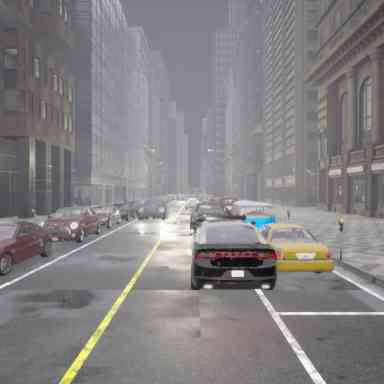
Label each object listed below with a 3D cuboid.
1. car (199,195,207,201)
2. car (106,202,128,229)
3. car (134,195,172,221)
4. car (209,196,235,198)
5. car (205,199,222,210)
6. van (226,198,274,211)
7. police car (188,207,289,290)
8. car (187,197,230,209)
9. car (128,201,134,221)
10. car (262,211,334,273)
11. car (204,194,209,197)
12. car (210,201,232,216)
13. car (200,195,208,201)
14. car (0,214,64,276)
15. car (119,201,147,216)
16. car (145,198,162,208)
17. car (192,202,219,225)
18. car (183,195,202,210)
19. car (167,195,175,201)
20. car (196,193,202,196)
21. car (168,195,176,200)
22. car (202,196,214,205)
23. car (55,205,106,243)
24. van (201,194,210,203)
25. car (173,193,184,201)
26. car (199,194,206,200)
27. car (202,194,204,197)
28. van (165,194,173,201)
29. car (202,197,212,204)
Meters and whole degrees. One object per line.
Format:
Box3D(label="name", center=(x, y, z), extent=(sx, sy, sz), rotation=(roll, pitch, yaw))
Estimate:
Box3D(label="car", center=(2.916, 1.582, 88.681), extent=(1.887, 1.381, 4.507), rotation=(0, 0, 0))
Box3D(label="car", center=(-5.728, 1.551, 21.462), extent=(2.008, 1.369, 4.403), rotation=(0, 0, 0))
Box3D(label="car", center=(-3.054, 1.354, 26.948), extent=(2.097, 1.767, 4.553), rotation=(0, 0, 0))
Box3D(label="car", center=(2.806, 1.317, 27.061), extent=(2.192, 1.841, 5.009), rotation=(0, 0, 0))
Box3D(label="car", center=(2.837, 1.575, 43.866), extent=(1.947, 1.339, 4.313), rotation=(0, 0, 0))
Box3D(label="van", center=(2.786, 1.341, 15.858), extent=(1.690, 1.788, 3.998), rotation=(0, 0, 0))
Box3D(label="police car", center=(0.915, 1.425, 9.209), extent=(1.930, 1.638, 5.238), rotation=(0, 0, 0))
Box3D(label="car", center=(0.932, 1.351, 19.070), extent=(2.097, 1.767, 4.553), rotation=(0, 0, 0))
Box3D(label="car", center=(-5.718, 1.568, 27.063), extent=(1.947, 1.339, 4.313), rotation=(0, 0, 0))
Box3D(label="car", center=(2.777, 1.525, 10.426), extent=(1.752, 1.417, 4.829), rotation=(0, 0, 0))
Box3D(label="car", center=(2.826, 1.321, 38.264), extent=(2.192, 1.841, 5.009), rotation=(0, 0, 0))
Box3D(label="car", center=(2.817, 1.586, 32.663), extent=(1.802, 1.307, 4.206), rotation=(0, 0, 0))
Box3D(label="car", center=(2.906, 1.578, 83.078), extent=(1.887, 1.381, 4.507), rotation=(0, 0, 0))
Box3D(label="car", center=(-5.748, 1.581, 10.257), extent=(1.802, 1.307, 4.206), rotation=(0, 0, 0))
Box3D(label="car", center=(-5.708, 1.570, 32.665), extent=(1.947, 1.339, 4.313), rotation=(0, 0, 0))
Box3D(label="car", center=(-5.679, 1.557, 49.472), extent=(1.887, 1.381, 4.507), rotation=(0, 0, 0))
Box3D(label="car", center=(0.944, 1.527, 25.100), extent=(1.812, 1.442, 4.674), rotation=(0, 0, 0))
Box3D(label="car", center=(0.100, 1.535, 43.716), extent=(1.812, 1.442, 4.674), rotation=(0, 0, 1))
Box3D(label="car", center=(-5.609, 1.582, 88.687), extent=(1.887, 1.381, 4.507), rotation=(0, 0, 0))
Box3D(label="car", center=(0.100, 1.369, 55.800), extent=(2.097, 1.767, 4.553), rotation=(0, 0, 0))
Box3D(label="car", center=(-5.599, 1.586, 94.288), extent=(1.887, 1.381, 4.507), rotation=(0, 0, 0))
Box3D(label="car", center=(2.866, 1.460, 60.671), extent=(1.967, 1.590, 4.097), rotation=(0, 0, 0))
Box3D(label="car", center=(-5.738, 1.440, 15.859), extent=(1.967, 1.590, 4.097), rotation=(0, 0, 0))
Box3D(label="van", center=(2.886, 1.367, 71.874), extent=(1.690, 1.788, 3.998), rotation=(0, 0, 0))
Box3D(label="car", center=(-2.854, 1.524, 82.625), extent=(2.128, 1.511, 4.902), rotation=(0, 0, 0))
Box3D(label="car", center=(2.926, 1.481, 94.282), extent=(1.967, 1.590, 4.097), rotation=(0, 0, 0))
Box3D(label="car", center=(2.846, 1.453, 49.468), extent=(1.967, 1.590, 4.097), rotation=(0, 0, 0))
Box3D(label="van", center=(-5.620, 1.375, 83.085), extent=(1.690, 1.788, 3.998), rotation=(0, 0, 0))
Box3D(label="car", center=(2.877, 1.605, 66.273), extent=(1.802, 1.307, 4.206), rotation=(0, 0, 0))
